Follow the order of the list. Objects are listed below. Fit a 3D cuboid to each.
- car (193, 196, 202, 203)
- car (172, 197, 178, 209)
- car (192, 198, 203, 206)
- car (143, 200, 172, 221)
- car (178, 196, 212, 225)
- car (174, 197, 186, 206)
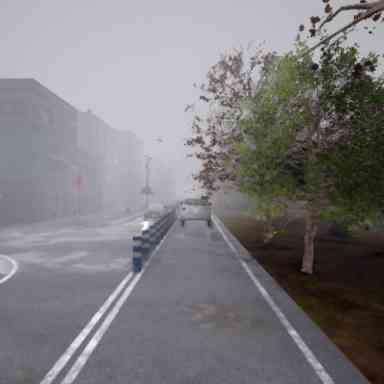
[{"bbox_3d":[1.262,1.553,72.018,1.837,1.490,4.892,0,0,1],"label":"car"},{"bbox_3d":[-2.751,1.728,44.598,2.033,1.411,5.357,0,0,2],"label":"car"},{"bbox_3d":[1.028,1.805,62.044,1.895,1.301,4.718,0,0,1],"label":"car"},{"bbox_3d":[-3.078,1.675,29.323,1.812,1.442,4.674,0,0,1],"label":"car"},{"bbox_3d":[0.306,1.358,25.317,2.150,2.045,5.566,0,0,1],"label":"car"},{"bbox_3d":[-2.222,1.682,62.632,1.882,1.535,5.008,0,0,2],"label":"car"}]
